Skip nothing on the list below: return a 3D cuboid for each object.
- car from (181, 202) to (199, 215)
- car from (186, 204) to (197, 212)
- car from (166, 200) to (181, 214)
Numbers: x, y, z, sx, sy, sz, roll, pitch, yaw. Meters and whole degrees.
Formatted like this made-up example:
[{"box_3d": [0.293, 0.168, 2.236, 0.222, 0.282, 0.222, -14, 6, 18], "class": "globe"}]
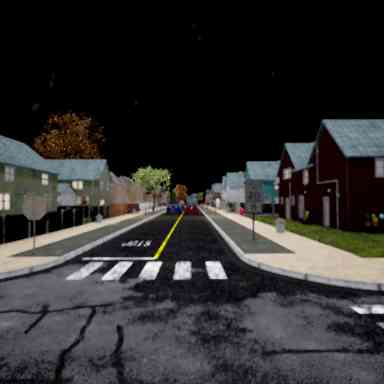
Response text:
[{"box_3d": [-0.070, 2.371, 48.587, 2.097, 1.767, 4.553, 0, -1, 0], "class": "car"}, {"box_3d": [-0.082, 2.785, 58.613, 1.812, 1.442, 4.674, 0, -1, 0], "class": "car"}, {"box_3d": [-2.825, 2.350, 52.756, 2.150, 2.045, 5.566, 0, -1, 0], "class": "car"}]
